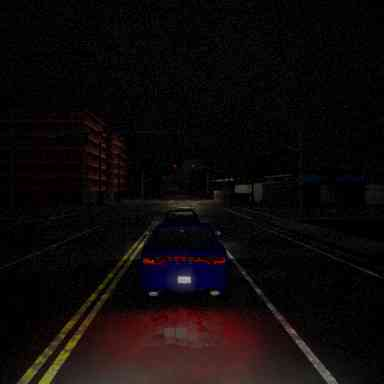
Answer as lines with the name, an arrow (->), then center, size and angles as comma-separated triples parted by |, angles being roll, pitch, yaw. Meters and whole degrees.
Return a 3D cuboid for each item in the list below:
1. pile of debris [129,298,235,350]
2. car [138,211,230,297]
pile of debris -> -0.175, 2.175, 5.675 | 1.500, 0.140, 1.860 | 0, 0, -2
car -> -0.216, 1.478, 8.646 | 1.882, 1.535, 5.008 | 0, 0, -2
